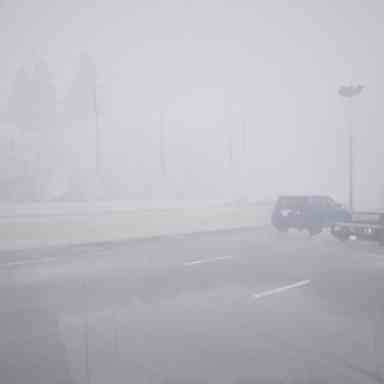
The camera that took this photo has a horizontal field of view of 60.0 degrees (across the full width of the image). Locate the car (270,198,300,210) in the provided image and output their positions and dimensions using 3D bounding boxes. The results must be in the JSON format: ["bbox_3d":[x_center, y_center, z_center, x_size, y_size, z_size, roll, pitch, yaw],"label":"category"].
[{"bbox_3d":[12.121,1.500,43.255,1.895,1.301,4.718,0,0,42],"label":"car"}]

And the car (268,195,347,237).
[{"bbox_3d":[6.606,1.172,18.109,5.566,2.045,2.150,0,0,-41],"label":"car"}]

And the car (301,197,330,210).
[{"bbox_3d":[15.662,1.406,41.967,1.812,1.442,4.674,0,0,42],"label":"car"}]

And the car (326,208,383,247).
[{"bbox_3d":[8.196,1.545,14.871,4.718,1.301,1.895,0,0,-40],"label":"car"}]
